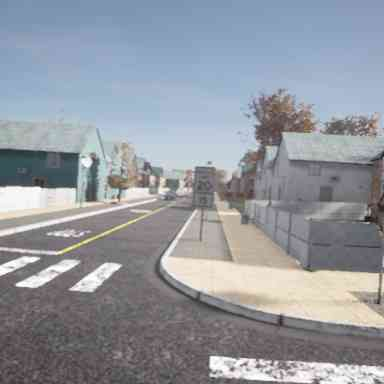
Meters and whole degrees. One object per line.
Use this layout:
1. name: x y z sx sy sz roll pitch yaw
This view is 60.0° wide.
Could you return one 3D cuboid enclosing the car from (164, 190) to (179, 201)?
1. car: -3.091 0.545 50.449 1.837 1.490 4.892 4 1 3
